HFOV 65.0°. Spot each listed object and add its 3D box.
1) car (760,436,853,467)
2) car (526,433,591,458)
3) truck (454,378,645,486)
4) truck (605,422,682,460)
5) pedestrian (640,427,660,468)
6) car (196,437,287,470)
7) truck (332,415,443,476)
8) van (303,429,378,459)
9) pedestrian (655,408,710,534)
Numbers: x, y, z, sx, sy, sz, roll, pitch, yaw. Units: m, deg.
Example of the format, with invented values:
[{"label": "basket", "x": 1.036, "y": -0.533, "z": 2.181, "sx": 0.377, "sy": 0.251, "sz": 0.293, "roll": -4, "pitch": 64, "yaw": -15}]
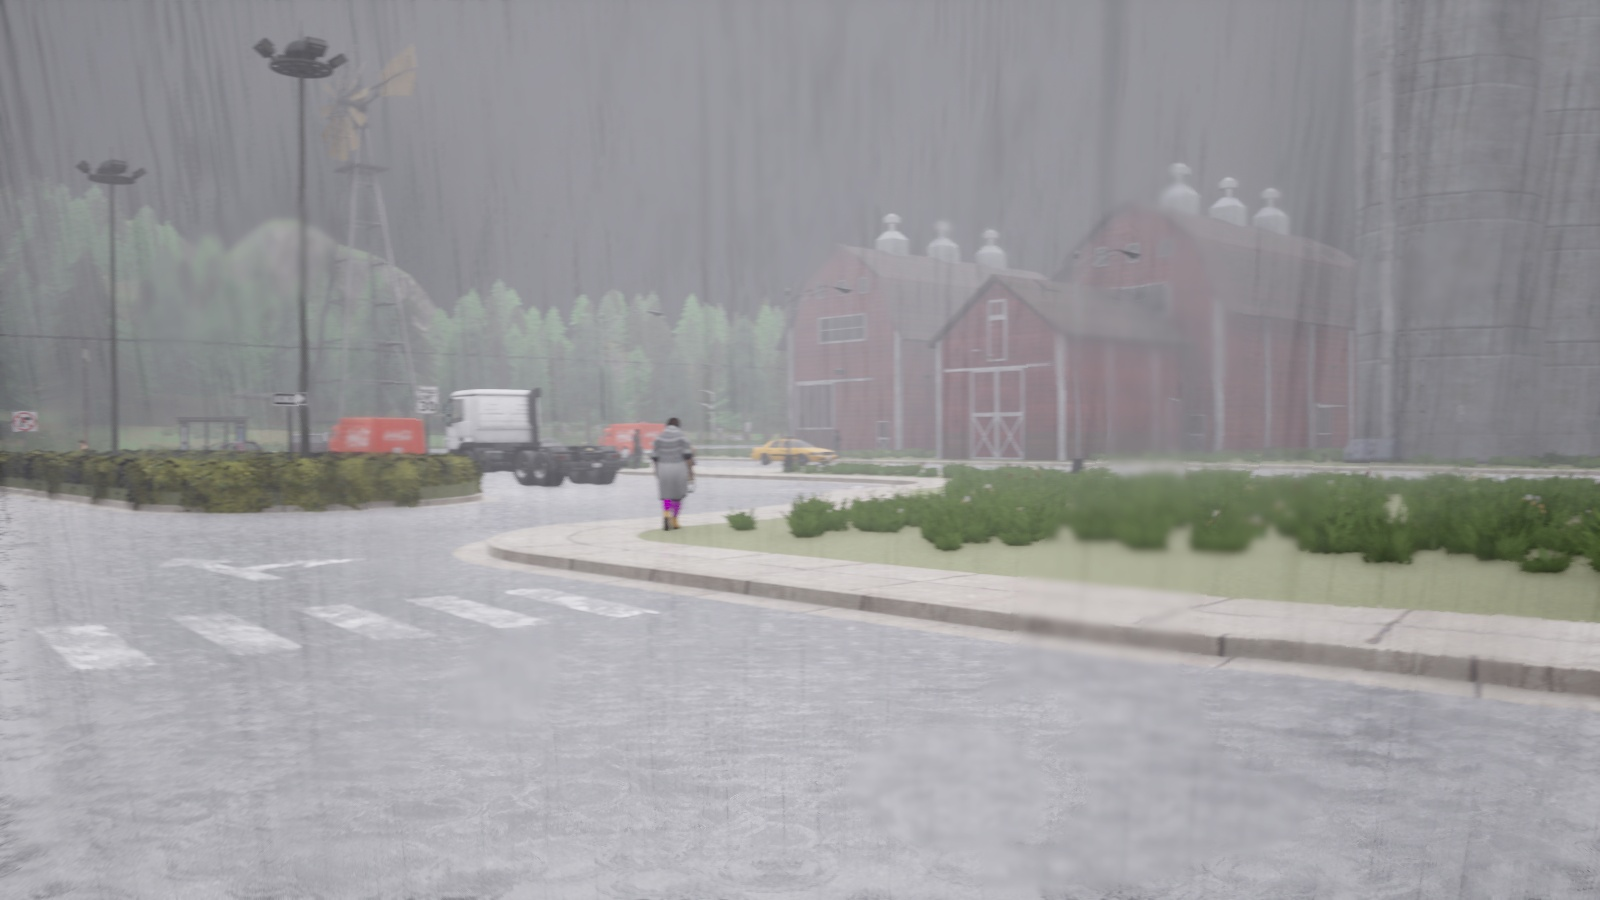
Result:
[{"label": "car", "x": 0.283, "y": 0.035, "z": 67.254, "sx": 1.801, "sy": 1.575, "sz": 5.366, "roll": -1, "pitch": 1, "yaw": -43}, {"label": "car", "x": -16.431, "y": -0.306, "z": 85.247, "sx": 2.242, "sy": 1.667, "sz": 4.611, "roll": -1, "pitch": 1, "yaw": -43}, {"label": "truck", "x": -8.970, "y": -0.623, "z": 44.257, "sx": 2.891, "sy": 3.462, "sz": 7.936, "roll": -1, "pitch": 1, "yaw": -42}, {"label": "truck", "x": -10.501, "y": -0.613, "z": 84.034, "sx": 2.627, "sy": 2.467, "sz": 5.204, "roll": -1, "pitch": 1, "yaw": -43}, {"label": "pedestrian", "x": -6.678, "y": -0.117, "z": 55.840, "sx": 0.869, "sy": 1.805, "sz": 0.328, "roll": 1, "pitch": 1, "yaw": 34}, {"label": "car", "x": -26.608, "y": 0.152, "z": 59.818, "sx": 3.633, "sy": 1.501, "sz": 1.845, "roll": 0, "pitch": 1, "yaw": 17}, {"label": "truck", "x": -17.705, "y": -0.249, "z": 53.752, "sx": 2.627, "sy": 2.467, "sz": 5.204, "roll": -1, "pitch": 2, "yaw": -42}, {"label": "van", "x": -31.504, "y": -0.433, "z": 86.153, "sx": 4.442, "sy": 1.987, "sz": 1.775, "roll": -1, "pitch": 1, "yaw": -42}, {"label": "pedestrian", "x": -1.862, "y": 0.321, "z": 19.949, "sx": 0.659, "sy": 1.952, "sz": 0.873, "roll": 0, "pitch": 1, "yaw": 10}]
